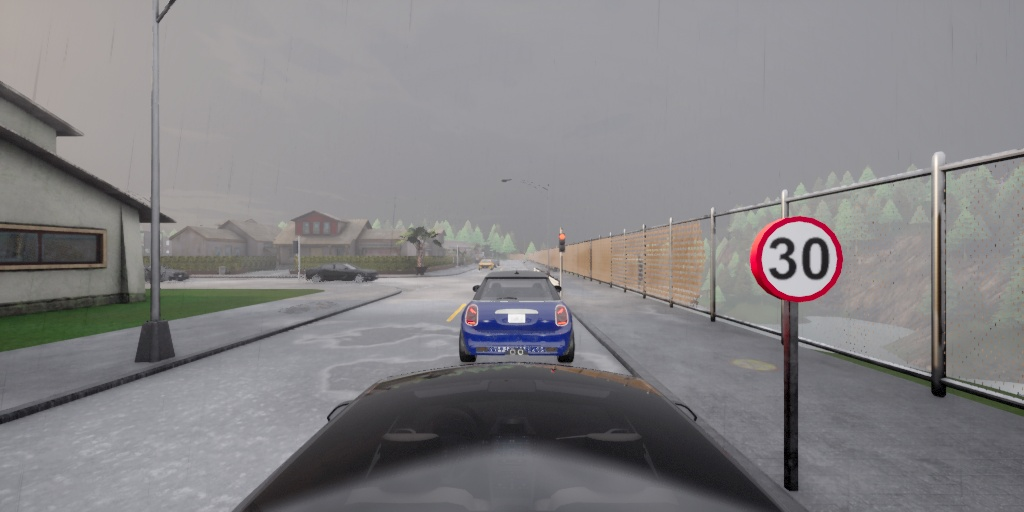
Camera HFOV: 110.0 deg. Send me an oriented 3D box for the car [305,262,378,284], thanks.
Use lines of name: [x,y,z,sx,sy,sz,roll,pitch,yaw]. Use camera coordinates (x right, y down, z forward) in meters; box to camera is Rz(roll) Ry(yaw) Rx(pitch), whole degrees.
car: [-12.546,1.228,26.585,5.008,1.535,1.882,0,0,0]

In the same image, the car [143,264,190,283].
car: [-26.729,1.314,26.730,4.181,1.385,1.994,0,0,1]

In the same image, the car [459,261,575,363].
car: [0.116,1.102,8.344,2.097,1.767,4.553,0,0,1]

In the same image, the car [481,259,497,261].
car: [-3.657,1.228,51.213,1.882,1.535,5.008,0,0,1]
